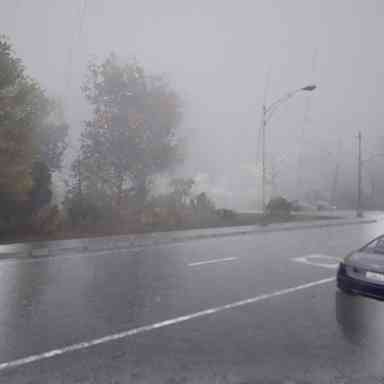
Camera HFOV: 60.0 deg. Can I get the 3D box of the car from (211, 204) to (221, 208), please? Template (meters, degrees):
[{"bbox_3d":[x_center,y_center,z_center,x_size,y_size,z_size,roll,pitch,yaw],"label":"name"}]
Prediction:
[{"bbox_3d":[3.472,2.842,60.196,2.128,1.511,4.902,0,-3,-32],"label":"car"}]

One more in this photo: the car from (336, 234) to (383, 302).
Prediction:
[{"bbox_3d":[5.129,1.570,7.412,4.181,1.385,1.994,0,0,-34],"label":"car"}]

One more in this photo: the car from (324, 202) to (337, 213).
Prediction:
[{"bbox_3d":[15.465,1.790,41.099,2.128,1.511,4.902,0,-2,-32],"label":"car"}]

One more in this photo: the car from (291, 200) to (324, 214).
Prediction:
[{"bbox_3d":[12.499,1.780,39.239,2.128,1.511,4.902,0,-2,-32],"label":"car"}]

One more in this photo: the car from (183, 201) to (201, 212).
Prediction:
[{"bbox_3d":[-0.327,2.643,59.646,2.150,2.045,5.566,0,-3,-32],"label":"car"}]
